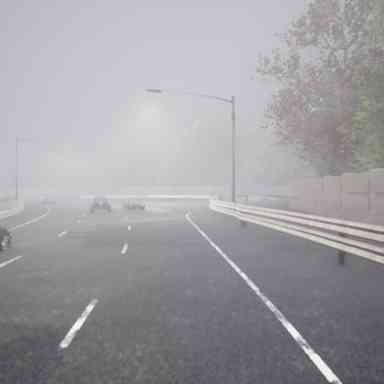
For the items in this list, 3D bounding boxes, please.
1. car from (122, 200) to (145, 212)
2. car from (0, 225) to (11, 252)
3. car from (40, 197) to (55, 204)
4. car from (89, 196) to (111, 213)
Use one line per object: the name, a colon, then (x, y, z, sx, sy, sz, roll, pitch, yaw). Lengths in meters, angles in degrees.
car: (-6.652, 1.500, 37.404, 1.895, 1.301, 4.718, 0, 0, -20)
car: (-7.672, 1.506, 10.844, 1.837, 1.490, 4.892, 0, 0, -6)
car: (-25.905, 1.486, 59.518, 1.994, 1.385, 4.181, 0, 0, -34)
car: (-10.246, 1.273, 36.776, 2.097, 1.767, 4.553, 0, 0, -20)
